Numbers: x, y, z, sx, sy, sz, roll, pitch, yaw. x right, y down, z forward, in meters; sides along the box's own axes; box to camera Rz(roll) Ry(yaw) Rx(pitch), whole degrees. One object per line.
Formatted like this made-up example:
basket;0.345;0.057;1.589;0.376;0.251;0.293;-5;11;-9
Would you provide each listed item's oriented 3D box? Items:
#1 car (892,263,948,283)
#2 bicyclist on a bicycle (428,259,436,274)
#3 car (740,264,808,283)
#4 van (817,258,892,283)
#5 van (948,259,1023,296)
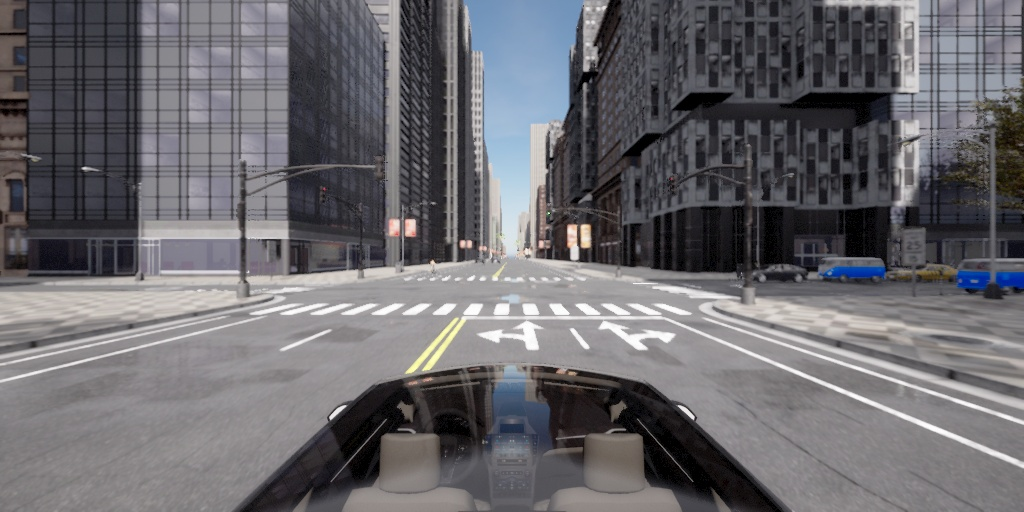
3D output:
car;30.194;1.195;26.233;4.829;1.417;1.751;0;0;0
bicyclist on a bicycle;-8.800;1.162;39.551;0.866;1.612;1.509;0;0;0
car;19.128;1.242;26.280;4.403;1.370;2.007;0;0;0
van;24.746;1.021;26.256;3.998;1.789;1.690;0;0;0
van;24.711;1.019;17.731;3.998;1.789;1.690;0;0;0
